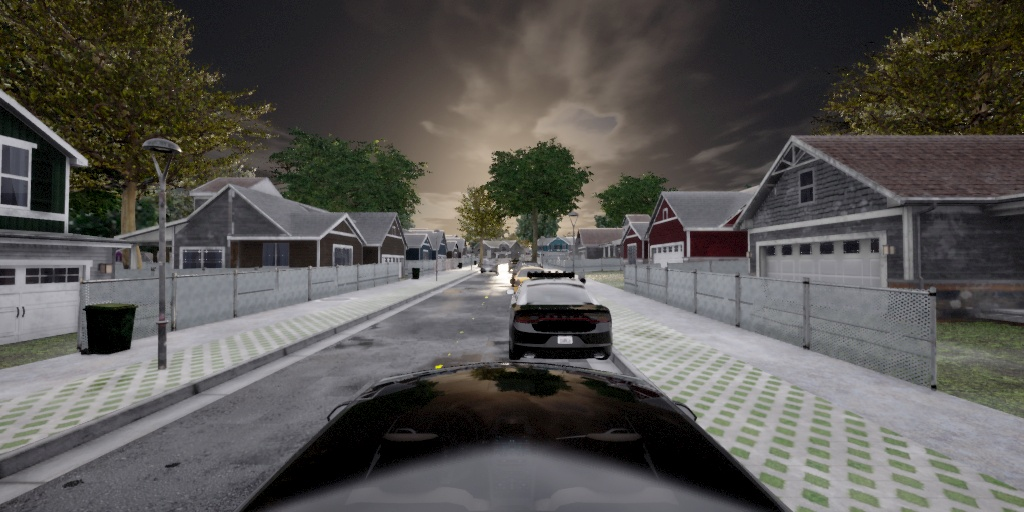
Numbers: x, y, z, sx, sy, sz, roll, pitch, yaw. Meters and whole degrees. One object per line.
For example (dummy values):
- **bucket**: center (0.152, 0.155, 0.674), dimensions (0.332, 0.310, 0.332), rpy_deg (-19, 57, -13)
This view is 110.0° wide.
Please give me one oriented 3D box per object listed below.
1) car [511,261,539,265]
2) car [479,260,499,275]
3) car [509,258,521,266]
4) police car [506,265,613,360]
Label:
- **car**: center (0.987, 1.204, 18.559), dimensions (1.801, 1.575, 5.366), rpy_deg (0, 0, 1)
- **car**: center (-2.409, 1.232, 38.824), dimensions (2.128, 1.511, 4.902), rpy_deg (0, 0, 1)
- **car**: center (1.038, 1.097, 24.339), dimensions (2.097, 1.767, 4.553), rpy_deg (0, 0, 1)
- **police car**: center (0.896, 1.176, 8.477), dimensions (1.930, 1.638, 5.238), rpy_deg (0, 0, 1)
